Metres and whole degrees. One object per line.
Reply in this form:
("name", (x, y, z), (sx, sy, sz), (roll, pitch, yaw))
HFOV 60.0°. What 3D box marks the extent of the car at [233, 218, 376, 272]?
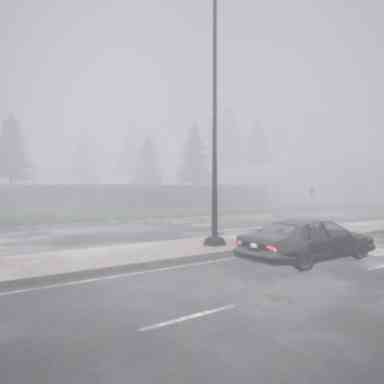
("car", (3.797, 1.558, 10.821), (5.357, 1.411, 2.033), (0, 0, -35))
